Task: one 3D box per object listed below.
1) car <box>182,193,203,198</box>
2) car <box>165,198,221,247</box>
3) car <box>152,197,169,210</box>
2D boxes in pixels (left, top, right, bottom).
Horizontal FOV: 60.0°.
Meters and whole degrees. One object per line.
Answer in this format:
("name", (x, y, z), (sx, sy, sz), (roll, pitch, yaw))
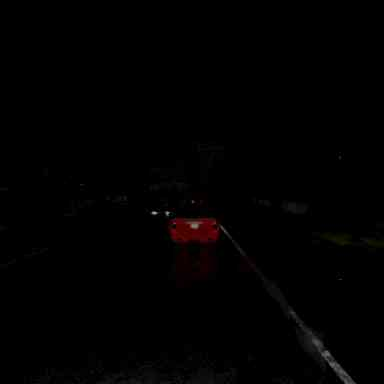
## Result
("car", (0.105, 1.095, 37.818), (2.150, 2.045, 5.566), (0, 0, 0))
("car", (0.102, 1.336, 15.050), (2.097, 1.767, 4.553), (0, 0, 0))
("car", (-3.587, 1.337, 39.733), (1.882, 1.535, 5.008), (0, 0, 0))
